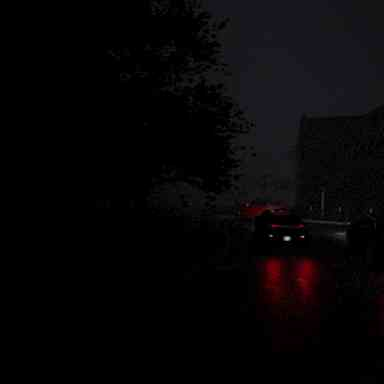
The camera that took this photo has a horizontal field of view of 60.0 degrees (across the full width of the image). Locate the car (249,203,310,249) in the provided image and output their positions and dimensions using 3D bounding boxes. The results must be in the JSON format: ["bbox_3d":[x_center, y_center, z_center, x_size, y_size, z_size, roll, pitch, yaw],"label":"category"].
[{"bbox_3d":[3.785,1.457,14.437,2.128,1.511,4.902,0,0,8],"label":"car"}]

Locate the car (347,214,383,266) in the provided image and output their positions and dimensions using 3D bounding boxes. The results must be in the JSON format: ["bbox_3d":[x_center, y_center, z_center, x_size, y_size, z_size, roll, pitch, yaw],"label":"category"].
[{"bbox_3d":[6.601,1.483,11.234,2.128,1.511,4.902,1,0,14],"label":"car"}]

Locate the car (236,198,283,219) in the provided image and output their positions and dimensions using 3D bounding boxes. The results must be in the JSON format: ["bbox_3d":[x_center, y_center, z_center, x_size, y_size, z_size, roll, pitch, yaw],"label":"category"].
[{"bbox_3d":[5.263,1.283,25.308,2.097,1.767,4.553,0,0,-26],"label":"car"}]
